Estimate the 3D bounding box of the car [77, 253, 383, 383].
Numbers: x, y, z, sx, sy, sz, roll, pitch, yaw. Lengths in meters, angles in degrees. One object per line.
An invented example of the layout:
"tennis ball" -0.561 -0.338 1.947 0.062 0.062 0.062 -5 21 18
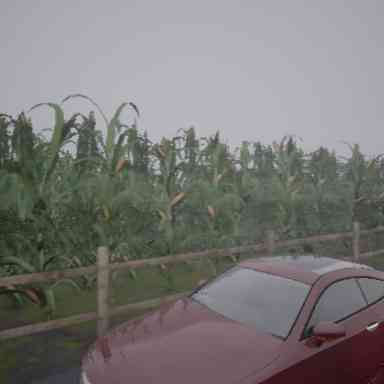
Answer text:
"car" 1.100 1.537 3.914 4.674 1.442 1.812 0 0 -36
